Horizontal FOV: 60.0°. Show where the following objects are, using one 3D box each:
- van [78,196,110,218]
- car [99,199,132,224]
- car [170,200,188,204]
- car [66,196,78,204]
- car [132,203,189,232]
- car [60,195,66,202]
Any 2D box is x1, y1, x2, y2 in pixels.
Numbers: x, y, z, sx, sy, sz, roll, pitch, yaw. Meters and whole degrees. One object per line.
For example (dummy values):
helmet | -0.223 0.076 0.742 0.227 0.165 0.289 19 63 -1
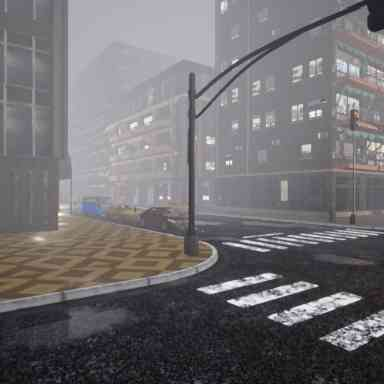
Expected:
van | -8.282 1.265 29.030 1.690 1.788 3.998 0 0 -36
car | -4.883 1.459 24.289 1.752 1.417 4.829 0 0 -36
car | -1.572 1.488 34.051 1.752 1.417 4.829 0 0 -36
car | -21.375 1.447 61.667 1.752 1.417 4.829 0 0 -36
car | -1.683 1.526 19.825 1.802 1.307 4.206 0 0 -36
car | -27.877 1.360 70.733 1.967 1.590 4.097 0 0 -36
